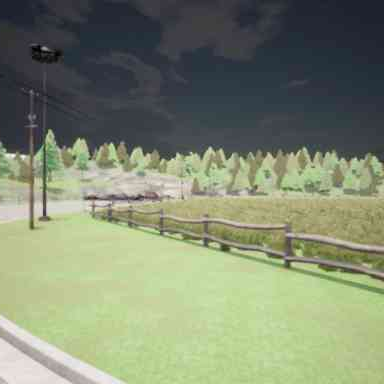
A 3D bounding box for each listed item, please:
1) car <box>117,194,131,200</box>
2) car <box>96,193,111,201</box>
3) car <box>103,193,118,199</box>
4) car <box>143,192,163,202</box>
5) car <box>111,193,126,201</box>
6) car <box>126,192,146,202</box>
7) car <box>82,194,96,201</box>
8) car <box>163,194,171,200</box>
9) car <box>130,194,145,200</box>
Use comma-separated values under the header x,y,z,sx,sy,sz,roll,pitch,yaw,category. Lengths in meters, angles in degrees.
x,y,z,sx,sy,sz,roll,pitch,yaw,category
-16.787,1.152,82.339,1.895,1.301,4.718,0,0,10,car
-18.563,1.289,72.465,1.994,1.385,4.181,0,0,10,car
-20.236,1.020,82.929,1.882,1.535,5.008,0,0,10,car
-8.212,1.269,70.699,1.837,1.490,4.892,0,0,10,car
-15.099,1.097,71.951,2.097,1.767,4.553,0,0,10,car
-11.747,1.232,70.815,1.882,1.535,5.008,0,0,10,car
-22.081,1.189,72.674,1.882,1.535,5.008,0,0,10,car
-6.458,1.152,80.451,1.994,1.385,4.181,0,0,10,car
-13.347,1.111,81.690,2.033,1.411,5.357,0,0,10,car
